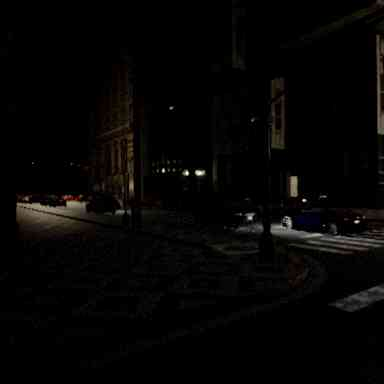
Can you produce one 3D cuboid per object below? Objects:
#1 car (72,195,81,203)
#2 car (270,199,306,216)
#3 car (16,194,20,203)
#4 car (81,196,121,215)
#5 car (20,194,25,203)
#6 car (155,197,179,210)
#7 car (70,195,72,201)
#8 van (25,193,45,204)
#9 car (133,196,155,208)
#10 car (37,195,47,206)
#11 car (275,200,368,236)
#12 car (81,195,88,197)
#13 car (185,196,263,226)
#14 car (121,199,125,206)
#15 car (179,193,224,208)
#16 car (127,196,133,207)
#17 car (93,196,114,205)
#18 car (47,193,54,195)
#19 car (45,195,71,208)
[{"bbox_3d":[-21.250,1.256,64.570,1.967,1.590,4.097,-1,1,-35],"label":"car"},{"bbox_3d":[7.670,1.208,23.482,1.752,1.417,4.829,-1,1,-35],"label":"car"},{"bbox_3d":[-34.658,1.559,68.814,1.802,1.307,4.206,-1,1,-35],"label":"car"},{"bbox_3d":[-8.865,1.399,32.165,1.887,1.381,4.507,-1,1,-35],"label":"car"},{"bbox_3d":[-31.337,1.486,64.094,1.752,1.417,4.829,-1,1,-35],"label":"car"},{"bbox_3d":[-1.904,1.270,37.086,1.887,1.381,4.507,-1,1,-35],"label":"car"},{"bbox_3d":[-27.698,1.289,73.731,1.967,1.590,4.097,-1,1,-35],"label":"car"},{"bbox_3d":[-28.214,1.286,59.650,1.690,1.788,3.998,-1,1,-35],"label":"van"},{"bbox_3d":[-5.227,1.266,41.806,1.752,1.417,4.829,-1,1,-35],"label":"car"},{"bbox_3d":[-21.761,1.496,50.490,1.802,1.307,4.206,-1,1,-35],"label":"car"},{"bbox_3d":[6.576,1.339,16.859,1.994,1.385,4.181,-2,1,-27],"label":"car"},{"bbox_3d":[-18.024,1.382,59.991,1.802,1.307,4.206,-1,1,-35],"label":"car"},{"bbox_3d":[1.980,1.267,21.386,2.128,1.511,4.902,-1,0,-35],"label":"car"},{"bbox_3d":[-9.753,1.332,38.079,1.837,1.490,4.892,-1,0,-35],"label":"car"},{"bbox_3d":[1.316,1.026,32.503,2.192,1.841,5.009,-1,1,-35],"label":"car"},{"bbox_3d":[-8.353,1.305,46.248,2.008,1.369,4.403,-1,1,-35],"label":"car"},{"bbox_3d":[-14.800,1.351,55.409,1.947,1.339,4.313,-1,1,-35],"label":"car"},{"bbox_3d":[-34.244,1.407,83.033,1.752,1.417,4.829,-1,1,-35],"label":"car"},{"bbox_3d":[-18.537,1.480,45.909,1.802,1.307,4.206,-1,1,-35],"label":"car"}]
